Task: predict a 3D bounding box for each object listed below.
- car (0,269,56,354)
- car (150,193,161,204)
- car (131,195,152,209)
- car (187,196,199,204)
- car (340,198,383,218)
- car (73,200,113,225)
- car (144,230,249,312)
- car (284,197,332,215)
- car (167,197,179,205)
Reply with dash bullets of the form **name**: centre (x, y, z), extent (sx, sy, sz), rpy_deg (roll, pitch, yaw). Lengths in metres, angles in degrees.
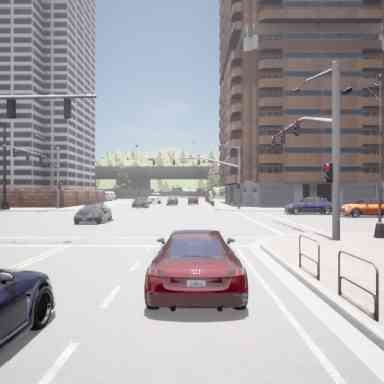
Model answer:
- **car**: centre (-3.432, 1.564, 4.247), extent (1.994, 1.385, 4.181), rpy_deg (0, 0, 1)
- **car**: centre (-6.953, 1.220, 61.789), extent (2.150, 2.045, 5.566), rpy_deg (0, 0, 1)
- **car**: centre (-7.015, 1.505, 45.368), extent (1.837, 1.490, 4.892), rpy_deg (0, 0, 0)
- **car**: centre (0.210, 1.491, 61.629), extent (2.128, 1.511, 4.902), rpy_deg (0, 0, 0)
- **car**: centre (15.571, 1.352, 29.652), extent (4.553, 1.767, 2.097), rpy_deg (0, 0, 1)
- **car**: centre (-7.045, 1.525, 24.127), extent (1.812, 1.442, 4.674), rpy_deg (0, 0, 0)
- **car**: centre (0.094, 1.564, 7.815), extent (1.994, 1.385, 4.181), rpy_deg (0, 0, 1)
- **car**: centre (11.601, 1.352, 33.240), extent (4.553, 1.767, 2.097), rpy_deg (0, 0, 2)
- **car**: centre (-3.297, 1.547, 57.741), extent (2.033, 1.411, 5.357), rpy_deg (0, 0, 0)
